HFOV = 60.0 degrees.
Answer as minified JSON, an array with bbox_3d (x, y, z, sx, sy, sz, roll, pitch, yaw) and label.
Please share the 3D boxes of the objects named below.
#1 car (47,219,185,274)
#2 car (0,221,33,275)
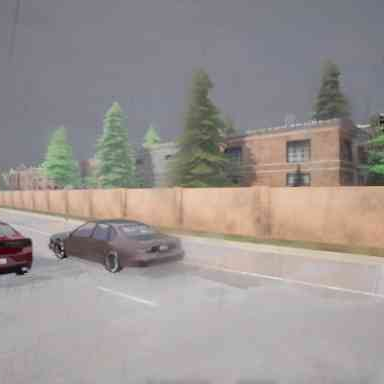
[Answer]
[{"bbox_3d":[-2.658,1.586,10.827,5.357,1.411,2.033,0,0,41],"label":"car"},{"bbox_3d":[-6.371,1.504,9.561,5.008,1.535,1.882,0,0,42],"label":"car"}]
